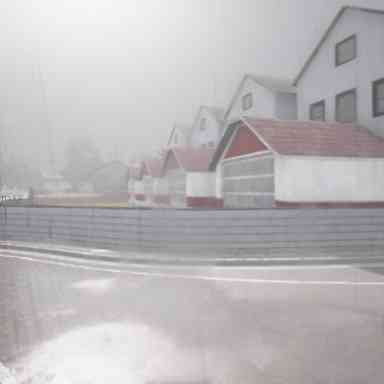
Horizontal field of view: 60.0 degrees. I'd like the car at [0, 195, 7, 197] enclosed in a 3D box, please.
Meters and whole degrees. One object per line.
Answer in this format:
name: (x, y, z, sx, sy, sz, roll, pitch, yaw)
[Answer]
car: (-37.073, 1.193, 65.081, 1.994, 1.385, 4.181, -1, 1, -18)
